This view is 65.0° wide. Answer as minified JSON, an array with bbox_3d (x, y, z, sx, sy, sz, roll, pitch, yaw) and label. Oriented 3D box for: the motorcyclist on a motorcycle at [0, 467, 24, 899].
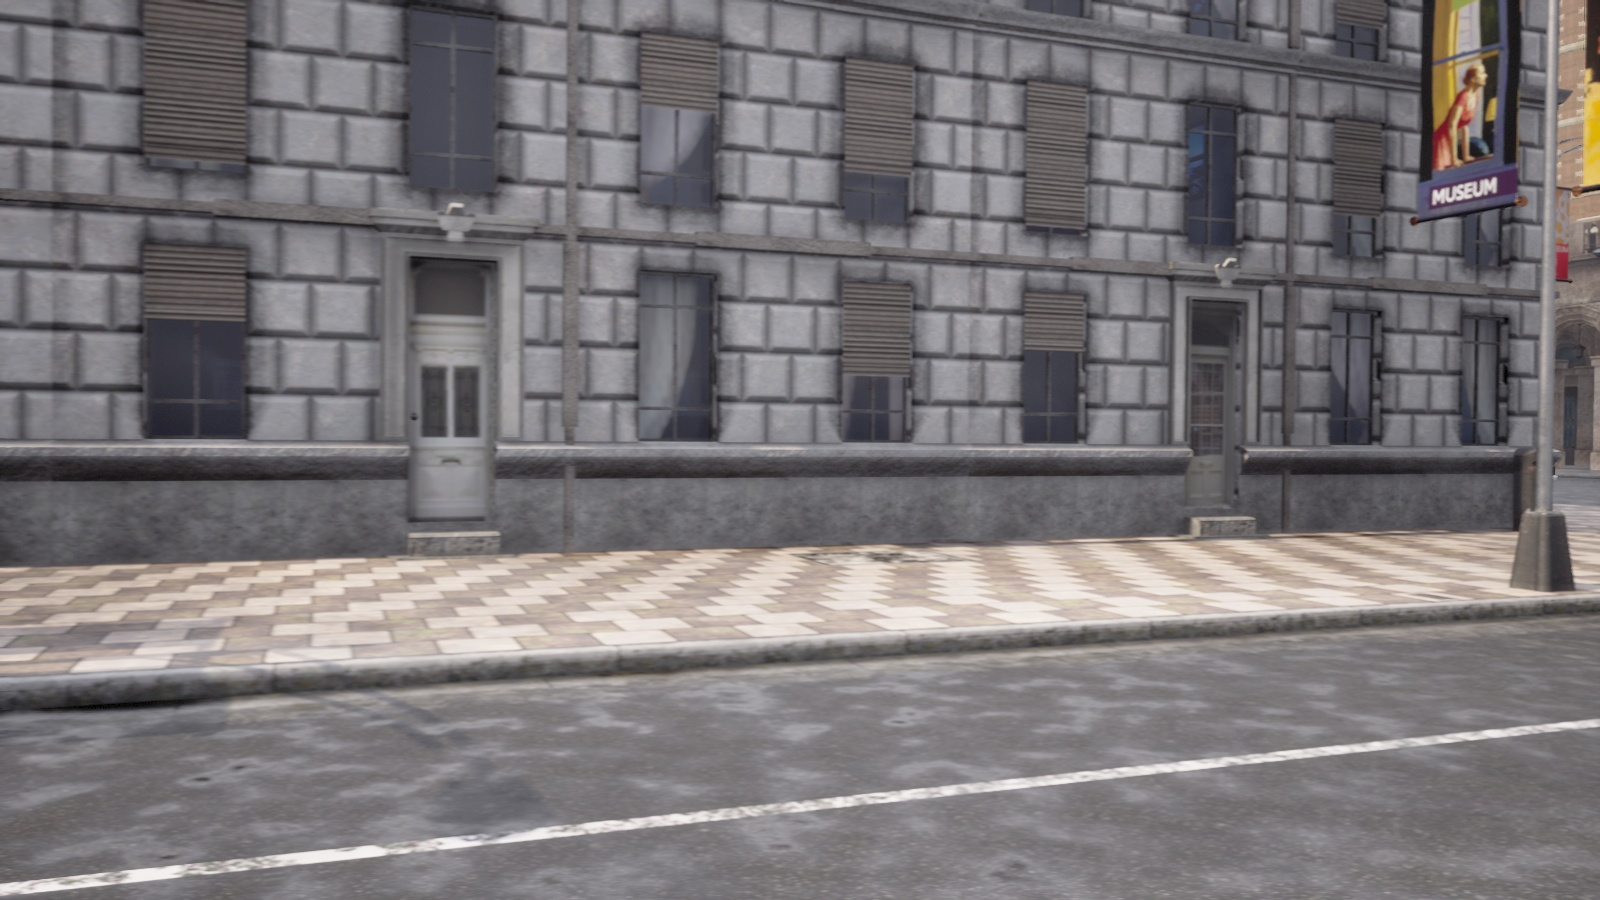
[{"bbox_3d":[-2.728,0.828,2.204,2.191,1.530,0.866,-1,1,-21],"label":"motorcyclist on a motorcycle"}]
